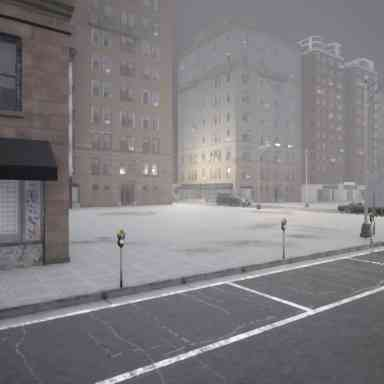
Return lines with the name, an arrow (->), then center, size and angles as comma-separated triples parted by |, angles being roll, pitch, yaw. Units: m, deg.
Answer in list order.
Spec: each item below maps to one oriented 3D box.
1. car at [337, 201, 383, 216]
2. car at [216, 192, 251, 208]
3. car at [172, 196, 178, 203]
car -> 16.096, 1.527, 30.647 | 1.895, 1.301, 4.718 | 0, 0, -35
car -> 5.593, 1.062, 45.487 | 2.150, 2.045, 5.566 | 0, 0, -35
car -> -4.461, 1.244, 59.872 | 1.882, 1.535, 5.008 | 0, 0, -35
